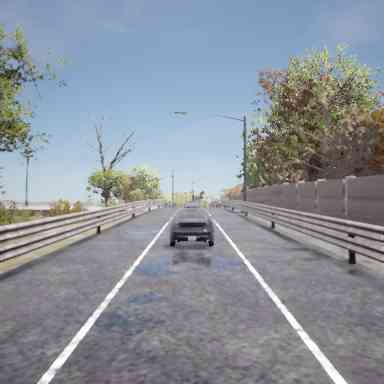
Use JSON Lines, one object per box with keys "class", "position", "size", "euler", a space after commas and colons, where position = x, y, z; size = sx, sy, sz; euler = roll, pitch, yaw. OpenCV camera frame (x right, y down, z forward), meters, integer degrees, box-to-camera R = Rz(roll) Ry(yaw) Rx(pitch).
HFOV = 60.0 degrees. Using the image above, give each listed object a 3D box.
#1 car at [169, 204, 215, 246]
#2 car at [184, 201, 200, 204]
{"class": "car", "position": [0.000, 1.517, 15.183], "size": [1.837, 1.490, 4.892], "euler": [0, 0, 0]}
{"class": "car", "position": [0.000, 1.536, 30.215], "size": [1.812, 1.442, 4.674], "euler": [0, 0, 0]}
